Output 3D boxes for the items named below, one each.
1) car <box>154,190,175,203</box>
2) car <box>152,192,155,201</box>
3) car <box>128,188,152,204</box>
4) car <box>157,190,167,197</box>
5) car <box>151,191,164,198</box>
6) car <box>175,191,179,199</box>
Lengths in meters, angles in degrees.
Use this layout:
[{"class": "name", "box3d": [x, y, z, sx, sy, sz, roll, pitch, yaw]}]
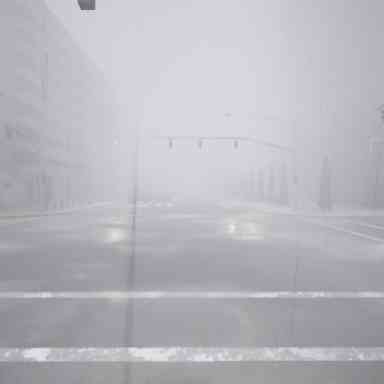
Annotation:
[{"class": "car", "box3d": [-3.813, 0.772, 47.211, 1.837, 1.490, 4.892, 0, 1, 1]}, {"class": "car", "box3d": [-7.130, 0.739, 53.590, 1.994, 1.385, 4.181, 0, 1, 1]}, {"class": "car", "box3d": [-7.338, 0.500, 46.056, 2.150, 2.045, 5.566, 0, 1, 1]}, {"class": "car", "box3d": [-6.837, 0.301, 77.459, 1.837, 1.490, 4.892, 0, 1, 1]}, {"class": "car", "box3d": [-6.955, 0.531, 68.288, 2.033, 1.411, 5.357, 0, 1, 1]}, {"class": "car", "box3d": [-3.545, 0.577, 63.767, 1.994, 1.385, 4.181, 0, 1, 1]}]
